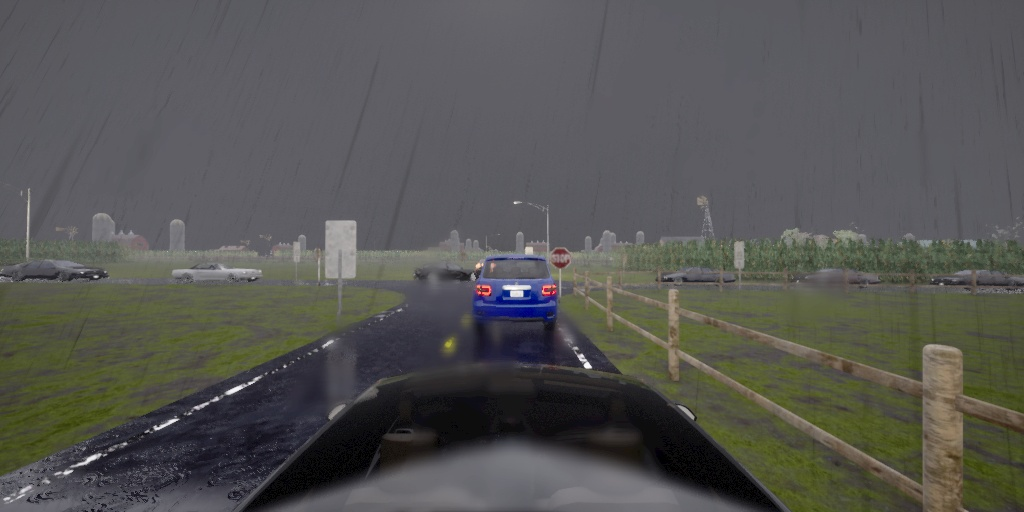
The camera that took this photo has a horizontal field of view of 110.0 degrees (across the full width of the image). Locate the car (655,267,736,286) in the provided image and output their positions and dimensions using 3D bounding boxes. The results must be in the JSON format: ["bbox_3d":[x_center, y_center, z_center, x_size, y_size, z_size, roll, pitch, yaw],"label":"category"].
[{"bbox_3d":[13.569,1.486,26.622,5.357,1.411,2.033,1,-1,-1],"label":"car"}]

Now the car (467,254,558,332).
[{"bbox_3d":[0.057,0.972,11.010,2.150,2.045,5.566,0,0,-1],"label":"car"}]

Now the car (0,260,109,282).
[{"bbox_3d":[-30.202,0.964,23.754,5.357,1.411,2.033,1,-1,0],"label":"car"}]

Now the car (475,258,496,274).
[{"bbox_3d":[-2.925,1.087,40.657,2.097,1.767,4.553,0,0,0],"label":"car"}]

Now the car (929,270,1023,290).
[{"bbox_3d":[34.555,1.737,26.604,5.357,1.411,2.033,1,-1,0],"label":"car"}]

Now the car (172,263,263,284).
[{"bbox_3d":[-19.335,1.131,23.741,4.718,1.301,1.895,1,-1,0],"label":"car"}]

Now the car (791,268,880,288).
[{"bbox_3d":[23.979,1.609,26.625,5.357,1.411,2.033,1,-1,0],"label":"car"}]

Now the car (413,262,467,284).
[{"bbox_3d":[-4.703,1.195,26.328,5.008,1.535,1.882,1,-1,-31],"label":"car"}]
